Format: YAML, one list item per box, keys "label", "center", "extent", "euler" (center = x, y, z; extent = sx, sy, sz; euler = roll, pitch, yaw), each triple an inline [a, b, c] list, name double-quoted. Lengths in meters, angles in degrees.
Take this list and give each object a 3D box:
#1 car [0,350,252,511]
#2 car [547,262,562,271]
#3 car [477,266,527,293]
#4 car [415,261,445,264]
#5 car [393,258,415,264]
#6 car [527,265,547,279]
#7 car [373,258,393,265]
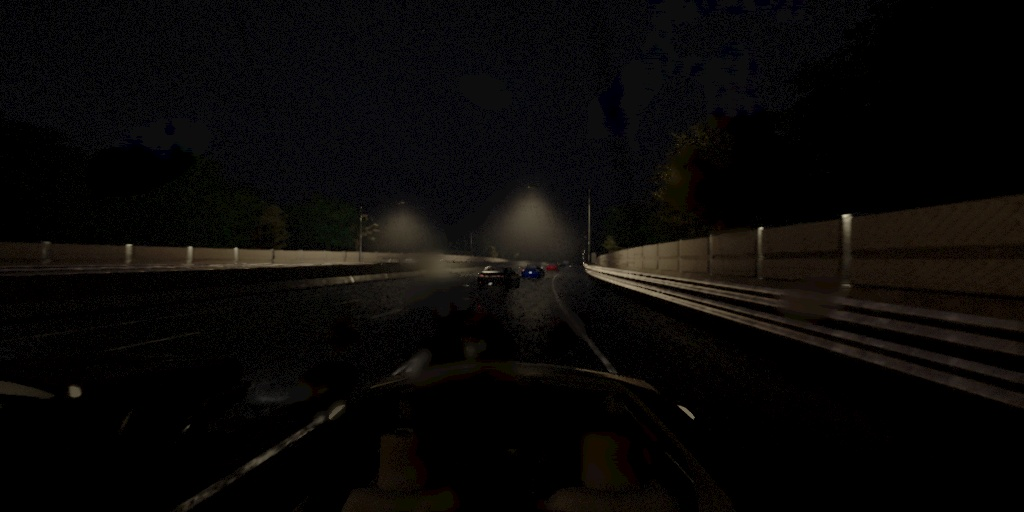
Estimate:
- label: "car"
  center: [-4.520, 1.281, 1.998]
  extent: [2.033, 1.411, 5.357]
  euler: [0, 0, 11]
- label: "car"
  center: [6.974, 1.829, 61.259]
  extent: [1.994, 1.385, 4.181]
  euler: [0, -1, 11]
- label: "car"
  center: [-0.709, 1.325, 21.616]
  extent: [2.128, 1.511, 4.902]
  euler: [0, -1, 11]
- label: "car"
  center: [-12.296, 1.602, 54.021]
  extent: [1.837, 1.490, 4.892]
  euler: [0, -1, 11]
- label: "car"
  center: [-15.712, 1.440, 54.763]
  extent: [2.097, 1.767, 4.553]
  euler: [0, -1, 11]
- label: "car"
  center: [2.117, 1.560, 36.196]
  extent: [1.994, 1.385, 4.181]
  euler: [0, -1, 11]
- label: "car"
  center: [-19.166, 1.296, 55.281]
  extent: [2.150, 2.045, 5.566]
  euler: [0, -1, 11]
